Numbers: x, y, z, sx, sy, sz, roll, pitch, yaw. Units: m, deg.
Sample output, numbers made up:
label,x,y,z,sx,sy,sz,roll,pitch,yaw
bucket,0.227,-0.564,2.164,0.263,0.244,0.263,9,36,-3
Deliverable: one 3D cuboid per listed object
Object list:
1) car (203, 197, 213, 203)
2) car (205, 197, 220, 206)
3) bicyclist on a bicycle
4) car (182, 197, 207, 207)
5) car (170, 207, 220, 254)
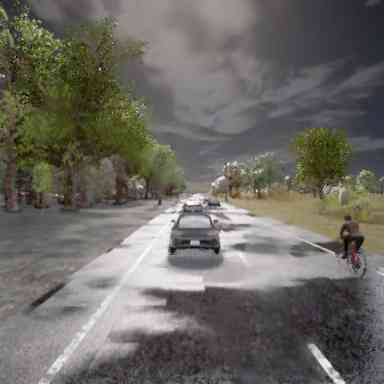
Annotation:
label,x,y,z,sx,sy,sz,roll,pitch,yaw
car,3.485,1.724,73.415,1.895,1.301,4.718,0,0,0
car,3.588,1.661,55.910,1.994,1.385,4.181,0,0,0
bicyclist on a bicycle,4.465,1.469,9.370,0.582,1.620,1.656,0,0,0
car,0.092,1.547,32.659,2.128,1.511,4.902,0,0,0
car,0.099,1.548,13.479,1.812,1.442,4.674,0,0,0
